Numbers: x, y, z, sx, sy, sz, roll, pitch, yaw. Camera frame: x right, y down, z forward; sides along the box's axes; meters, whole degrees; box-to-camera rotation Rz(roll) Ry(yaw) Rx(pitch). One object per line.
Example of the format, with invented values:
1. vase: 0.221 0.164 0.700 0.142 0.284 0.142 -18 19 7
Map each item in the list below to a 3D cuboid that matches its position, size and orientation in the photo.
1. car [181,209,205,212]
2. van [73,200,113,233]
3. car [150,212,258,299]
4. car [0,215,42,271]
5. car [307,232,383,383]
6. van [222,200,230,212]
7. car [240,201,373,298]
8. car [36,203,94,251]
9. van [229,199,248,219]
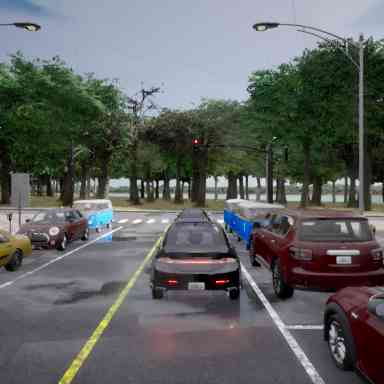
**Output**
1. car: 0.048 1.566 17.375 1.994 1.385 4.181 0 0 1
2. van: -5.774 1.343 19.297 1.690 1.788 3.998 0 0 0
3. car: 0.085 1.492 8.457 2.128 1.511 4.902 0 0 0
4. car: -5.768 1.526 8.252 1.752 1.417 4.829 0 0 0
5. car: 2.759 1.440 2.988 1.967 1.590 4.097 0 0 0
6. van: 2.751 1.343 19.301 1.690 1.788 3.998 0 0 0
7. car: 2.757 1.315 8.426 2.192 1.841 5.009 0 0 0
8. car: -5.771 1.441 13.859 1.967 1.590 4.097 0 0 0
9. van: 2.754 1.342 13.863 1.690 1.788 3.998 0 0 0
